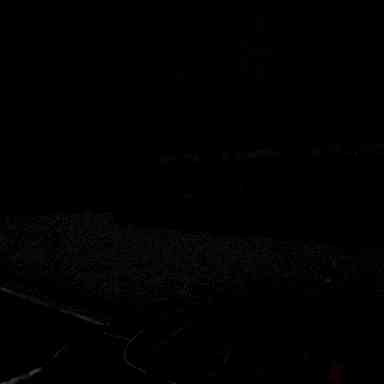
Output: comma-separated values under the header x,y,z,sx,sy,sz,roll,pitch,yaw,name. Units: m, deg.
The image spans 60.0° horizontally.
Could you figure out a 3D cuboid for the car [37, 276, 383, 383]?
x,y,z,sx,sy,sz,roll,pitch,yaw,name
0.580,1.434,2.543,4.097,1.590,1.967,1,1,36,car
